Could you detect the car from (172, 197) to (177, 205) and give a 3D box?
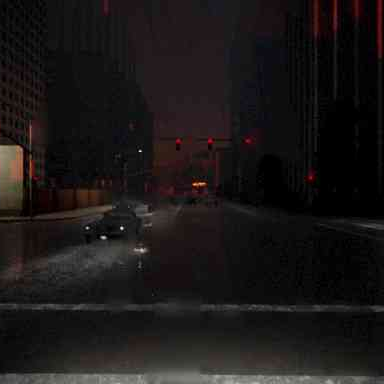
[{"bbox_3d":[-3.614,1.548,57.867,2.033,1.411,5.357,0,0,0],"label":"car"}]

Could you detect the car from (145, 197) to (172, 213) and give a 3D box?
[{"bbox_3d":[-3.664,1.562,36.666,1.994,1.385,4.181,0,0,0],"label":"car"}]

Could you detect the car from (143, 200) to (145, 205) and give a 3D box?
[{"bbox_3d":[-7.120,1.565,57.346,1.994,1.385,4.181,0,0,0],"label":"car"}]

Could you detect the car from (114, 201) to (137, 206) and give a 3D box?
[{"bbox_3d":[-7.163,1.601,35.921,1.895,1.301,4.718,0,0,0],"label":"car"}]

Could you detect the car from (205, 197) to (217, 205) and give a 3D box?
[{"bbox_3d":[3.395,1.526,58.414,1.812,1.442,4.674,0,0,0],"label":"car"}]

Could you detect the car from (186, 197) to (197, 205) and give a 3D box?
[{"bbox_3d":[-0.105,1.547,58.407,2.033,1.411,5.357,0,0,0],"label":"car"}]

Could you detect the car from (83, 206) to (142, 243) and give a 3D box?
[{"bbox_3d":[-3.628,1.572,15.903,1.895,1.301,4.718,0,0,0],"label":"car"}]
